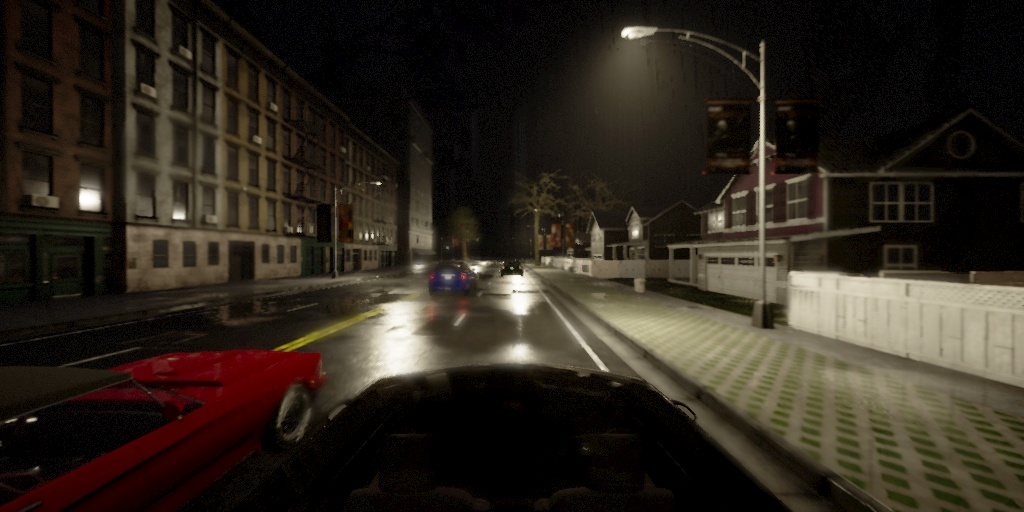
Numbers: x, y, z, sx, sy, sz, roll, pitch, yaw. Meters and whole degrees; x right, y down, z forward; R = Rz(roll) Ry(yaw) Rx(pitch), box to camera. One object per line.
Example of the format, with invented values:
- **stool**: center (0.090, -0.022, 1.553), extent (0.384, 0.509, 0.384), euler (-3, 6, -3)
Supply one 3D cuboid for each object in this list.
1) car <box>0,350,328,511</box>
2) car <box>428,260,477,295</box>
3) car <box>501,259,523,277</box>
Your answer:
- **car**: center (-3.150, 1.351, 2.192), extent (1.895, 1.301, 4.718), euler (0, 0, 0)
- **car**: center (-3.145, 1.088, 19.759), extent (2.097, 1.767, 4.553), euler (0, 0, 0)
- **car**: center (0.013, 1.120, 34.781), extent (2.097, 1.767, 4.553), euler (0, 0, 0)
